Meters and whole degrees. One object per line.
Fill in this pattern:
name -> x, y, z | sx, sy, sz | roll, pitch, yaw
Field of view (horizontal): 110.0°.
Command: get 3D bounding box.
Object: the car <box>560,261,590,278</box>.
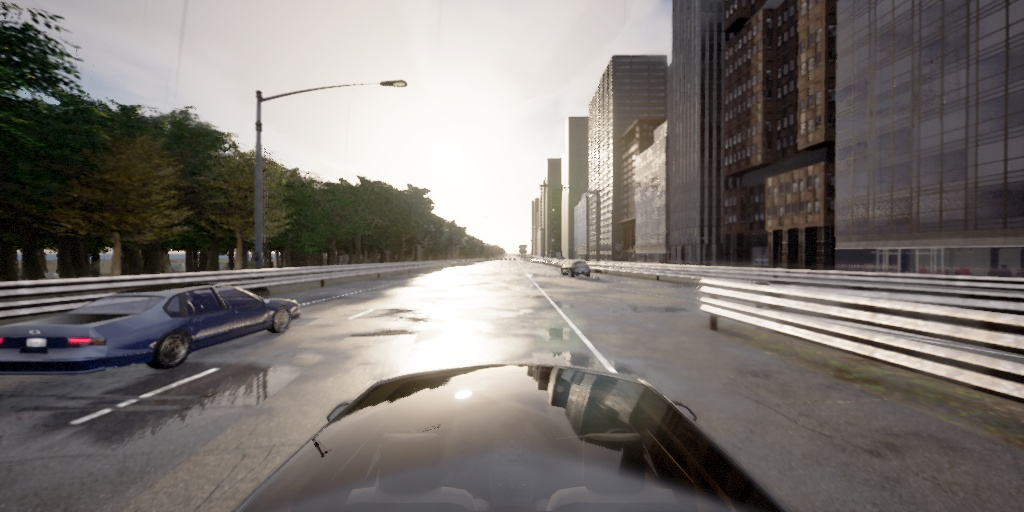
car -> 6.276, 1.279, 35.922 | 2.033, 1.649, 4.856 | 0, 0, -9

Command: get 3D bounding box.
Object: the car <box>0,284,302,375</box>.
car -> -6.901, 1.310, 7.711 | 2.033, 1.411, 5.357 | 0, 0, 0
